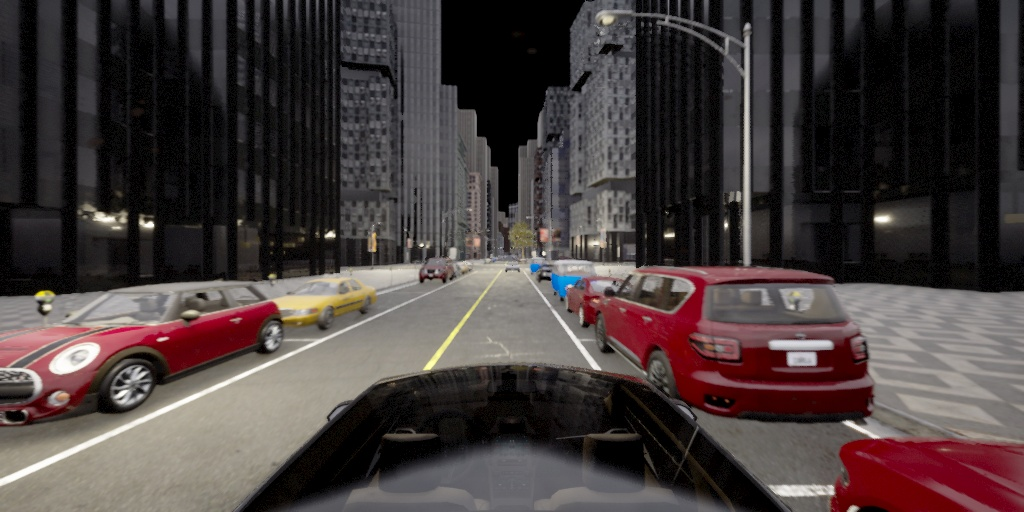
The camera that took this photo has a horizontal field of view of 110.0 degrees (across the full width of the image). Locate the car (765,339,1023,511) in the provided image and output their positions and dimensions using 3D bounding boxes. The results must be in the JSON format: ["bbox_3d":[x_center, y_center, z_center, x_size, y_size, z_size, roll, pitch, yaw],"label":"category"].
[{"bbox_3d":[2.760,1.295,0.293,1.888,1.381,4.507,0,0,0],"label":"car"}]

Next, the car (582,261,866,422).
[{"bbox_3d":[2.767,1.065,5.806,2.192,1.841,5.009,0,0,0],"label":"car"}]

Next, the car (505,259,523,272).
[{"bbox_3d":[0.102,1.353,45.549,1.895,1.301,4.718,0,0,1],"label":"car"}]

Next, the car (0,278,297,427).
[{"bbox_3d":[-5.758,1.190,5.810,1.967,1.591,4.097,0,0,0],"label":"car"}]

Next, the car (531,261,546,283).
[{"bbox_3d":[2.792,1.316,27.856,1.948,1.339,4.313,0,0,0],"label":"car"}]

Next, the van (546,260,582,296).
[{"bbox_3d":[2.780,1.091,16.831,1.690,1.789,3.998,0,0,0],"label":"van"}]

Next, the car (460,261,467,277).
[{"bbox_3d":[-5.726,1.302,33.376,2.007,1.370,4.403,0,0,0],"label":"car"}]

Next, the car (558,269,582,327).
[{"bbox_3d":[2.773,1.295,11.318,1.888,1.381,4.507,0,0,0],"label":"car"}]

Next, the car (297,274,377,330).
[{"bbox_3d":[-5.752,1.276,11.153,1.751,1.417,4.829,0,0,0],"label":"car"}]

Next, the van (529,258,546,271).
[{"bbox_3d":[2.805,1.092,38.881,1.690,1.789,3.998,0,0,0],"label":"van"}]

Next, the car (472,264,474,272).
[{"bbox_3d":[-5.713,1.303,44.402,2.007,1.370,4.403,0,0,0],"label":"car"}]

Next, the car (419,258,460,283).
[{"bbox_3d":[-5.733,1.066,27.863,2.192,1.841,5.009,0,0,0],"label":"car"}]

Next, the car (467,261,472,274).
[{"bbox_3d":[-5.720,1.277,38.719,1.751,1.417,4.829,0,0,0],"label":"car"}]
